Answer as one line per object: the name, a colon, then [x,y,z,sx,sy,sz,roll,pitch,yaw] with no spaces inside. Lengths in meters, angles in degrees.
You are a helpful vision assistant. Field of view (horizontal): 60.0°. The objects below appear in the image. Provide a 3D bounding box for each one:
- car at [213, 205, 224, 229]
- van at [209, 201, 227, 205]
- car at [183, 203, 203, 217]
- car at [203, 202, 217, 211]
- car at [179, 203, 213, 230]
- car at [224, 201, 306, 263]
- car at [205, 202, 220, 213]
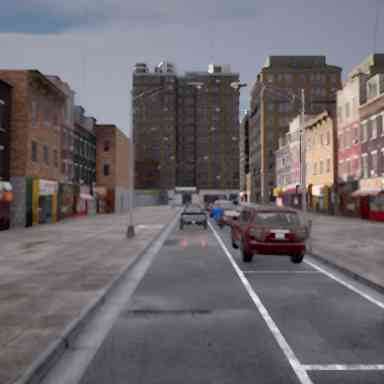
car: [2.673,1.831,23.361,1.802,1.307,4.206,1,-1,0]
van: [2.682,1.657,28.802,1.690,1.788,3.998,1,-1,0]
car: [0.116,1.983,38.029,2.033,1.411,5.357,0,-1,0]
car: [2.695,2.192,50.550,1.802,1.307,4.206,1,-1,0]
car: [0.111,1.740,23.337,2.128,1.511,4.902,0,-1,0]
car: [2.669,1.442,12.489,2.192,1.841,5.009,1,-1,0]
car: [2.690,2.116,45.112,1.802,1.307,4.206,1,-1,0]
